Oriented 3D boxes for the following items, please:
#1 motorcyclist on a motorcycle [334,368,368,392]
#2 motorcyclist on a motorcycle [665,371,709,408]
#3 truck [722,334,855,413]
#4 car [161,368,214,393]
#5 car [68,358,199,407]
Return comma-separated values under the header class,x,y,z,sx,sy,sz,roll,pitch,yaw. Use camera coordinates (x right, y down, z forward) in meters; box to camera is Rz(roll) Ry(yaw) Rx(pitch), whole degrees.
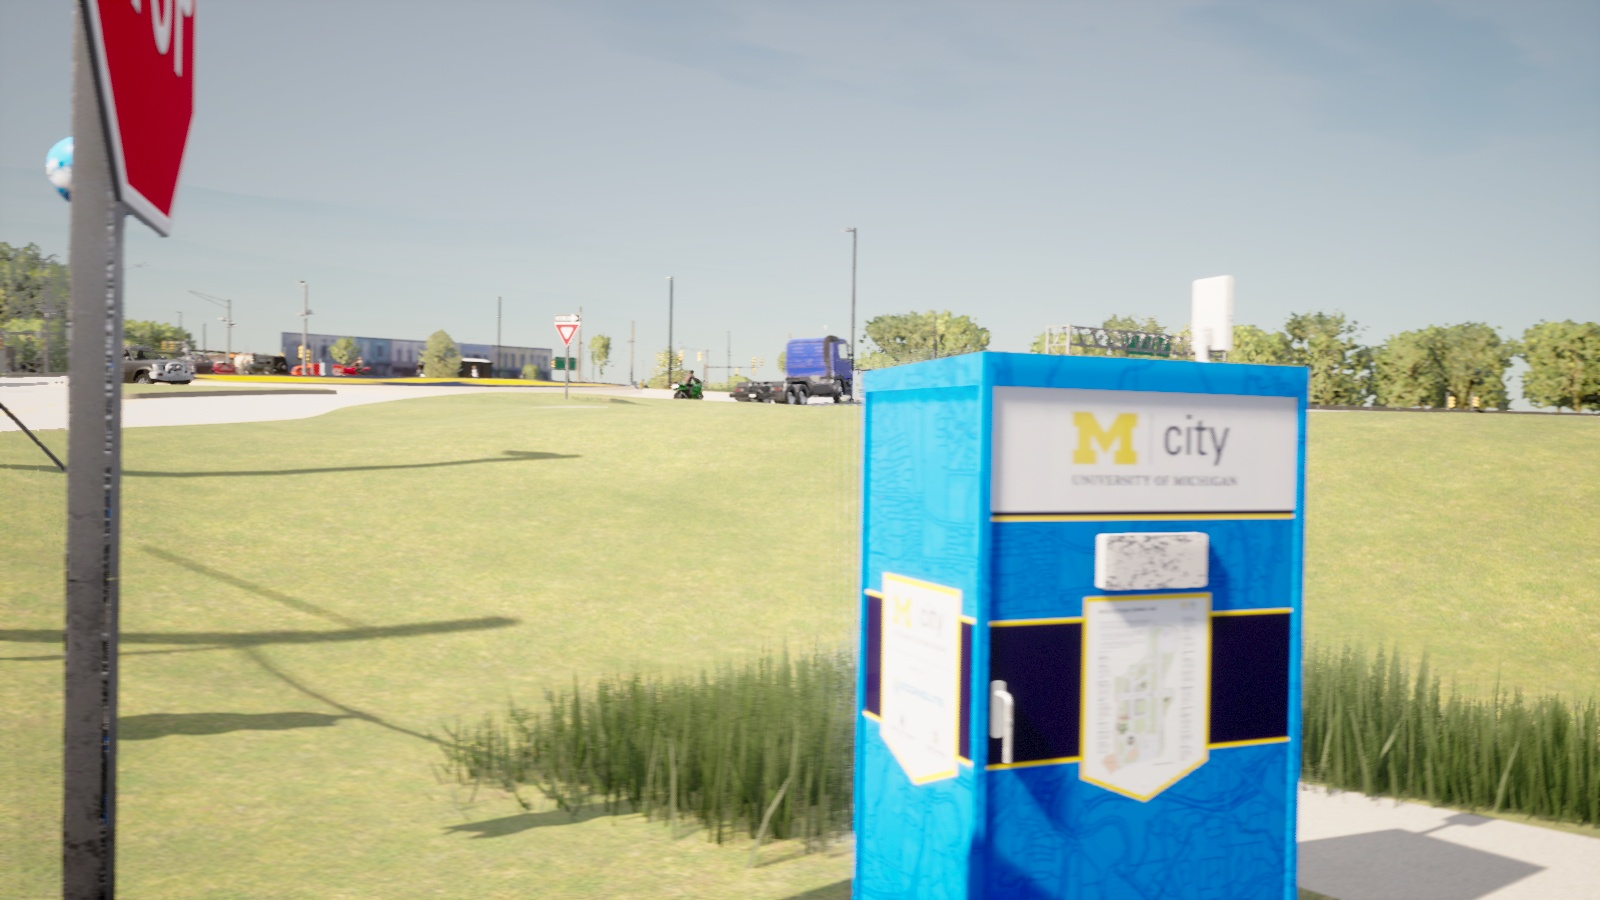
class,x,y,z,sx,sy,sz,roll,pitch,yaw
motorcyclist on a motorcycle,-29.774,-4.666,83.360,2.044,1.523,0.797,-2,3,-18
motorcyclist on a motorcycle,-4.785,-2.557,53.298,0.797,1.523,2.044,0,1,33
truck,-0.413,-3.850,61.555,2.891,3.462,7.936,-1,5,28
car,-40.150,-4.572,82.423,1.789,1.549,3.705,1,3,-2
car,-26.377,-2.695,49.722,4.605,1.855,1.932,1,6,21
